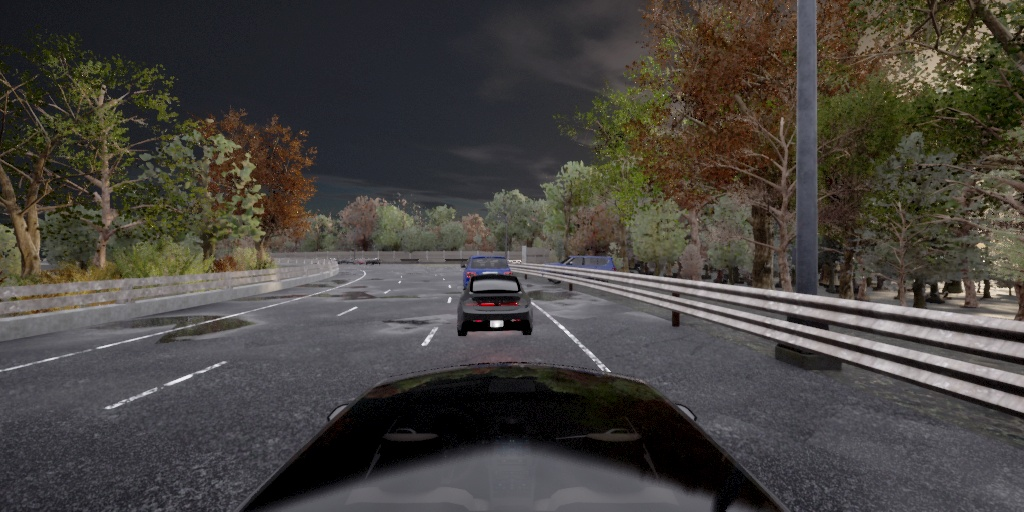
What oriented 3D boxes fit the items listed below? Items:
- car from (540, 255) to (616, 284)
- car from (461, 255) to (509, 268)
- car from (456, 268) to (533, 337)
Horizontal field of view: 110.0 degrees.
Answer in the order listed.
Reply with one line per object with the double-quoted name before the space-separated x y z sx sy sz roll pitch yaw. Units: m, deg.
"car" 4.815 0.968 26.153 5.566 2.045 2.150 3 1 -5
"car" -1.324 0.971 17.837 2.150 2.045 5.566 0 0 -9
"car" -0.553 1.255 10.360 1.837 1.490 4.892 0 0 -5
